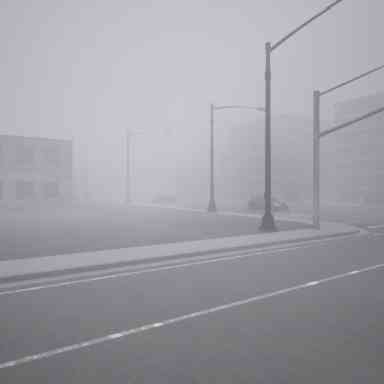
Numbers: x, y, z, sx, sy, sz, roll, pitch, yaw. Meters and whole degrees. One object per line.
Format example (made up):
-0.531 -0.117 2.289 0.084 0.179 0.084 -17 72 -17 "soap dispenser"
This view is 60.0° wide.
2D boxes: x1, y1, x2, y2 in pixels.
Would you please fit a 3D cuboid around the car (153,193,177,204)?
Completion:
-4.225 0.959 51.365 1.882 1.535 5.008 0 1 -34 "car"

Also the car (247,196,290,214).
7.746 1.189 33.888 2.097 1.767 4.553 0 1 -35 "car"
